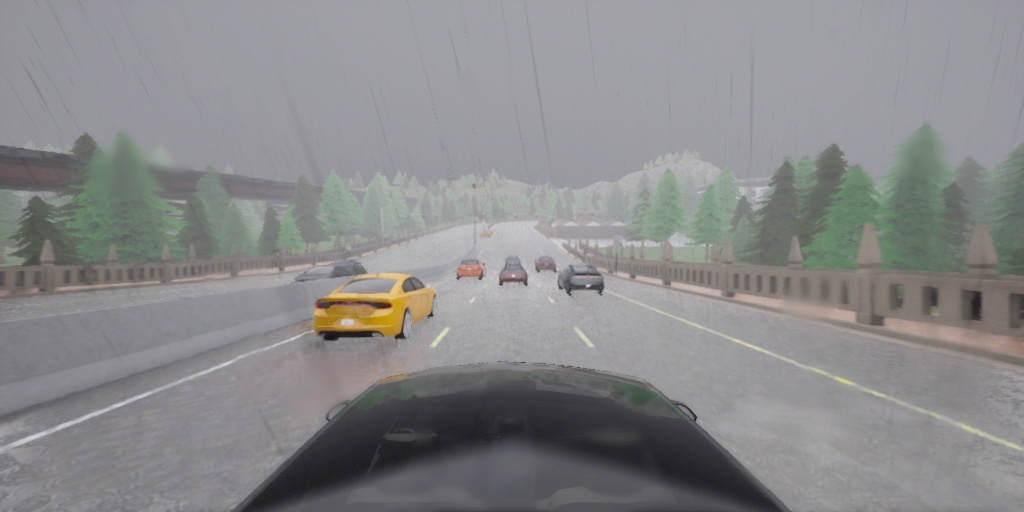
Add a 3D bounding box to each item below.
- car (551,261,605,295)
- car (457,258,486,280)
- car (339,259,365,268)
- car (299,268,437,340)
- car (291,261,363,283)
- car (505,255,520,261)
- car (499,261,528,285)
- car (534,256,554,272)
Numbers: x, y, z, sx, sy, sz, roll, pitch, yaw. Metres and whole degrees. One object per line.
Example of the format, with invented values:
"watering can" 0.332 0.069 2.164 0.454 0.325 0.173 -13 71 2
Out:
"car" 3.598 1.202 19.326 2.128 1.511 4.902 0 0 0
"car" -3.401 1.019 30.778 2.097 1.767 4.553 0 1 0
"car" -14.084 1.234 30.774 1.994 1.385 4.181 0 1 0
"car" -3.401 1.209 9.890 1.882 1.535 5.008 0 0 0
"car" -10.591 1.233 20.513 1.812 1.442 4.674 0 0 0
"car" 0.090 0.597 45.323 1.994 1.385 4.181 0 4 0
"car" 0.098 1.260 25.770 1.994 1.385 4.181 0 0 0
"car" 3.599 0.748 39.464 2.097 1.767 4.553 0 3 0
